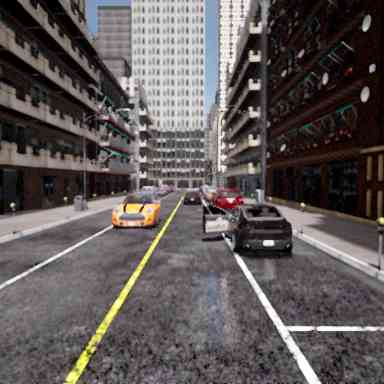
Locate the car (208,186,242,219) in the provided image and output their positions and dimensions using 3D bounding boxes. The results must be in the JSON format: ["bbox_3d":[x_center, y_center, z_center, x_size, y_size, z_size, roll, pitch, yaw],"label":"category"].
[{"bbox_3d":[2.565,0.638,24.483,2.192,1.841,5.009,-1,2,0],"label":"car"}]

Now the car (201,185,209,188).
[{"bbox_3d":[2.578,0.151,46.674,1.967,1.590,4.097,-1,2,0],"label":"car"}]

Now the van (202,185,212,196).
[{"bbox_3d":[2.582,-0.255,57.765,1.690,1.788,3.998,-1,2,0],"label":"van"}]

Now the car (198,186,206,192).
[{"bbox_3d":[2.599,-0.846,85.675,1.752,1.417,4.829,-1,2,0],"label":"car"}]

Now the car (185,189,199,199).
[{"bbox_3d":[0.053,0.286,47.601,1.895,1.301,4.718,0,2,1],"label":"car"}]

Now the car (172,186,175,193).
[{"bbox_3d":[-5.290,-0.742,74.390,2.192,1.841,5.009,-1,2,0],"label":"car"}]

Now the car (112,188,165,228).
[{"bbox_3d":[-2.842,0.854,17.948,2.097,1.767,4.553,0,2,0],"label":"car"}]

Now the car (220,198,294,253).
[{"bbox_3d":[2.235,1.169,12.089,1.837,1.490,4.892,0,2,0],"label":"car"}]

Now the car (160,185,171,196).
[{"bbox_3d":[-5.297,-0.155,57.753,1.967,1.590,4.097,-1,2,0],"label":"car"}]

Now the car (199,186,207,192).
[{"bbox_3d":[2.596,-0.668,79.959,1.887,1.381,4.507,-1,2,0],"label":"car"}]

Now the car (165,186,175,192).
[{"bbox_3d":[-5.284,-0.646,79.944,1.947,1.339,4.313,-1,2,0],"label":"car"}]

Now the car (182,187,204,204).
[{"bbox_3d":[0.060,0.531,36.022,1.812,1.442,4.674,0,1,1],"label":"car"}]

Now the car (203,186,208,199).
[{"bbox_3d":[2.576,0.384,41.299,1.752,1.417,4.829,-1,2,0],"label":"car"}]

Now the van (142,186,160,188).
[{"bbox_3d":[-5.306,0.205,41.109,1.690,1.788,3.998,-1,2,0],"label":"van"}]

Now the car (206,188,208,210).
[{"bbox_3d":[2.569,0.610,30.033,1.967,1.590,4.097,-1,2,0],"label":"car"}]

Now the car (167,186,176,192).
[{"bbox_3d":[-5.281,-0.821,85.490,1.887,1.381,4.507,-1,2,0],"label":"car"}]
